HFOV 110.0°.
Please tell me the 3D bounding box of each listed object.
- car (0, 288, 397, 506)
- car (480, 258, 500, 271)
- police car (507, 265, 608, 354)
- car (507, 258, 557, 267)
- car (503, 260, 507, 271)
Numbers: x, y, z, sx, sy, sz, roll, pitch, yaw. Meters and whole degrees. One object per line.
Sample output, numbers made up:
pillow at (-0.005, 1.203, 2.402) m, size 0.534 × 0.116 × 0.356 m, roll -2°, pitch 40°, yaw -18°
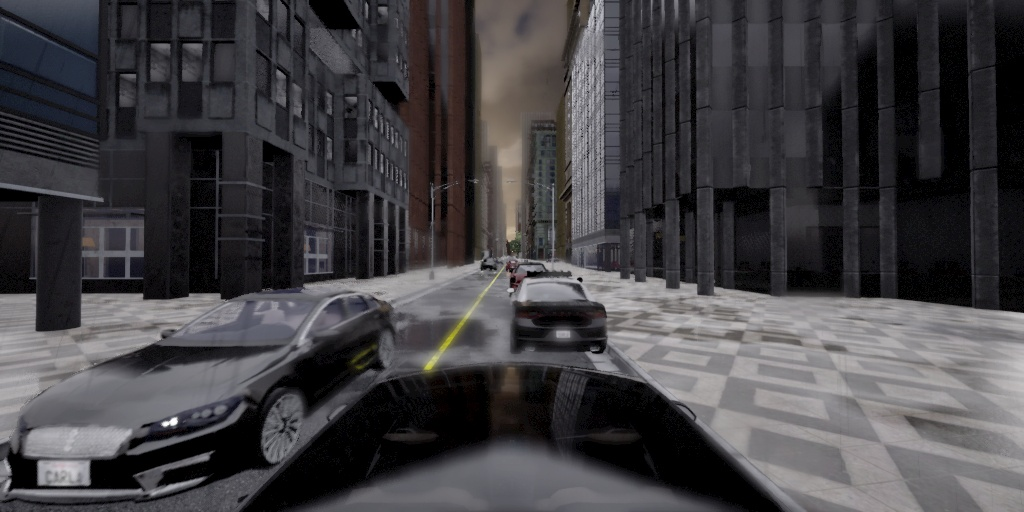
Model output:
car at (-3.097, 1.242, 4.932) m, size 2.128 × 1.511 × 4.902 m, roll 0°, pitch 0°, yaw 0°
car at (-3.043, 1.092, 47.259) m, size 2.097 × 1.767 × 4.553 m, roll 0°, pitch 0°, yaw 0°
police car at (0.907, 1.176, 8.911) m, size 1.930 × 1.638 × 5.238 m, roll 0°, pitch 0°, yaw 0°
car at (0.918, 1.100, 18.772) m, size 2.097 × 1.767 × 4.553 m, roll 0°, pitch 0°, yaw 0°
car at (0.117, 1.266, 48.363) m, size 1.812 × 1.442 × 4.674 m, roll 0°, pitch 0°, yaw 1°
